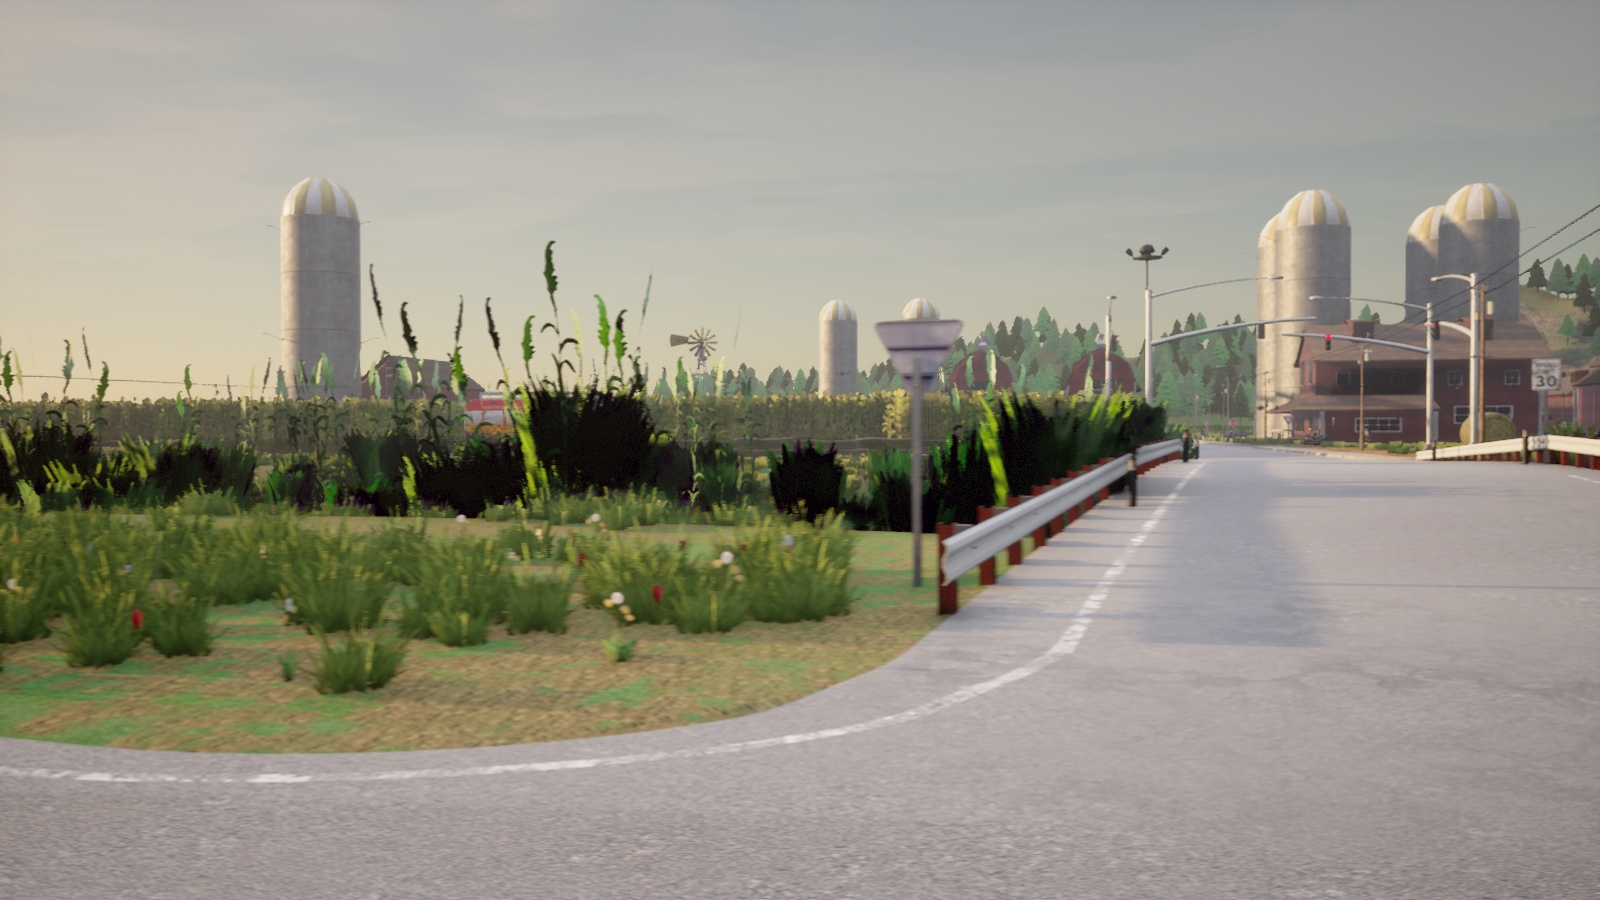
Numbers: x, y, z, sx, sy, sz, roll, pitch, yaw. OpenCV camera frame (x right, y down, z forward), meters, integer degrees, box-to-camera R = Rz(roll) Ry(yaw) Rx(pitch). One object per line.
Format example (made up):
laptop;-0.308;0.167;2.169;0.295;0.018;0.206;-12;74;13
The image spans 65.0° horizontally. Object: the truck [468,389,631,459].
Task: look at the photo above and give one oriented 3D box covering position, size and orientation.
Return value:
truck;-13.965;-1.457;70.241;8.468;3.827;2.891;0;1;12
